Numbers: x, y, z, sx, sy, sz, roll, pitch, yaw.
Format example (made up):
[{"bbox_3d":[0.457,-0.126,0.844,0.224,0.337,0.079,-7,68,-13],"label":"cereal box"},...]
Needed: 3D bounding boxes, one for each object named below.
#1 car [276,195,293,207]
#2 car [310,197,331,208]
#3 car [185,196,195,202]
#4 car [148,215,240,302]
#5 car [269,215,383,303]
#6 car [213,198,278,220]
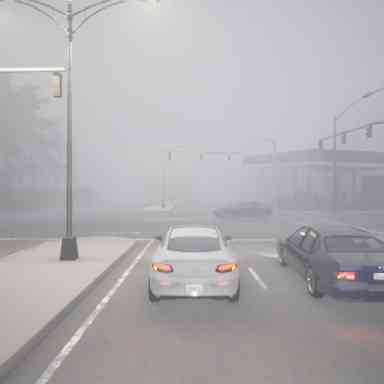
[{"bbox_3d":[12.936,1.322,47.769,2.242,1.667,4.611,0,0,0],"label":"car"},{"bbox_3d":[18.676,1.495,48.565,1.970,1.475,3.806,0,0,0],"label":"car"},{"bbox_3d":[-0.418,1.522,72.769,1.812,1.442,4.674,0,0,0],"label":"car"},{"bbox_3d":[0.041,1.527,8.151,1.812,1.442,4.674,0,0,0],"label":"car"},{"bbox_3d":[3.520,1.556,8.455,2.033,1.411,5.357,0,0,3],"label":"car"},{"bbox_3d":[4.192,1.501,27.471,4.902,1.511,2.128,0,0,0],"label":"car"}]
